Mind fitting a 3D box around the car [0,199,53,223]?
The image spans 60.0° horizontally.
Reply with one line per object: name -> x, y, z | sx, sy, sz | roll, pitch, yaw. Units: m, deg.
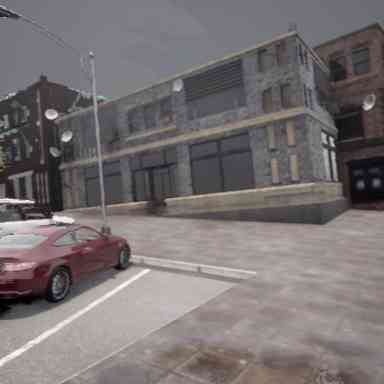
car -> -5.651, 1.204, 9.805 | 2.435, 2.045, 5.566 | -1, 0, 15

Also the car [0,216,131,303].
car -> -3.158, 1.471, 8.073 | 2.002, 1.452, 4.674 | -1, 0, 14
